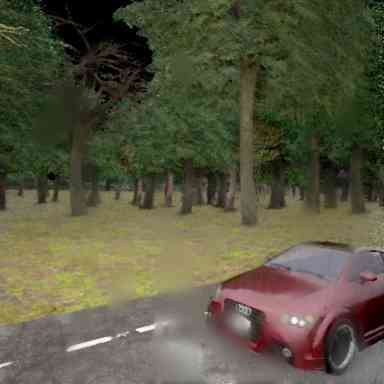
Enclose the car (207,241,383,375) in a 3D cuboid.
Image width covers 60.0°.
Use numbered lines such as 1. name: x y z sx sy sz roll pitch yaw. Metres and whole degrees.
1. car: 2.300 1.578 5.630 4.181 1.385 1.994 0 0 -35
